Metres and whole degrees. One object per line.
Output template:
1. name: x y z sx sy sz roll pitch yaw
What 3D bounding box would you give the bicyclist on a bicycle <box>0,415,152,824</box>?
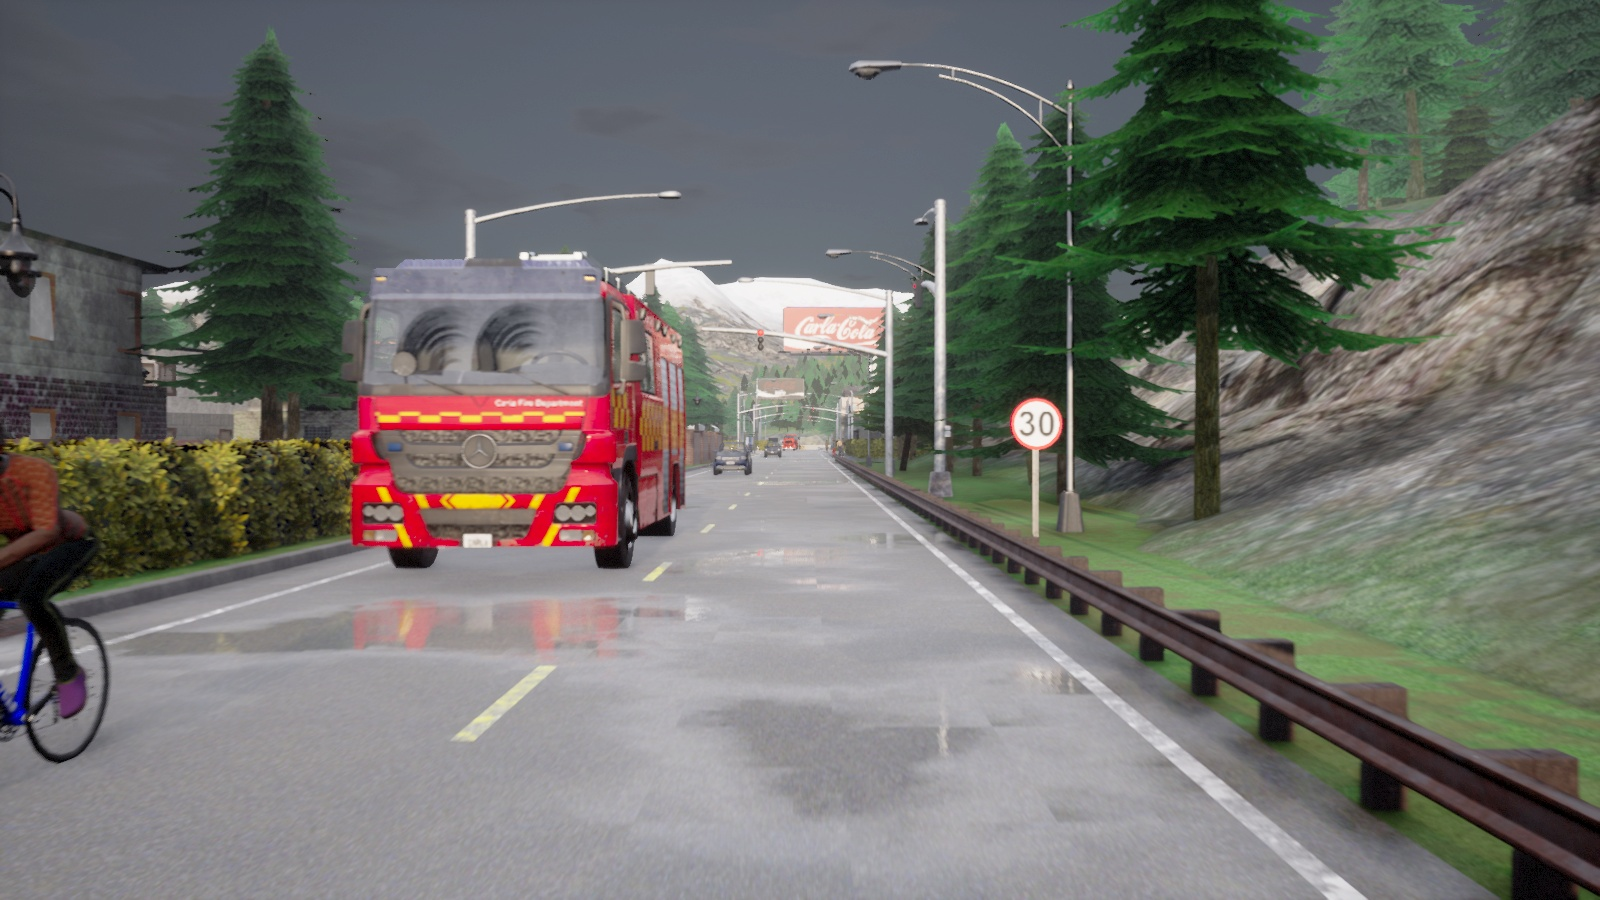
1. bicyclist on a bicycle: -3.454 0.667 5.284 0.582 1.620 1.656 0 1 0

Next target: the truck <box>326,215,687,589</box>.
1. truck: -3.386 -0.517 17.108 2.891 3.827 8.468 0 0 0

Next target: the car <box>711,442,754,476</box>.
1. car: -3.148 0.391 58.895 1.789 1.549 3.705 0 0 0
